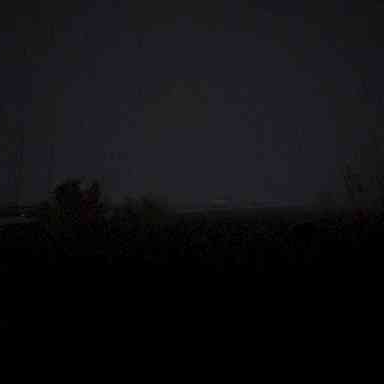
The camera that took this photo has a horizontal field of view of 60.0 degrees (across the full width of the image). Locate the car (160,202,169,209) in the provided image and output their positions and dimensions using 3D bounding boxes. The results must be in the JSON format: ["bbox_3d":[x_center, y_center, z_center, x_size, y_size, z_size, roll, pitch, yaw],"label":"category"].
[{"bbox_3d":[-5.465,1.985,46.164,2.033,1.411,5.357,-1,-1,36],"label":"car"}]

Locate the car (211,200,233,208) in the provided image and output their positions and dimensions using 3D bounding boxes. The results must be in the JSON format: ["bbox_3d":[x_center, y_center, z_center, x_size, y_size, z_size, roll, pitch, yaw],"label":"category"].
[{"bbox_3d":[5.590,2.197,61.343,1.837,1.490,4.892,-1,-1,36],"label":"car"}]

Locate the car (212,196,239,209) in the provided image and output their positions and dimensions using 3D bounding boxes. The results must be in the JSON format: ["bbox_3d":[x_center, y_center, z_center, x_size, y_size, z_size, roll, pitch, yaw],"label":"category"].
[{"bbox_3d":[5.643,1.750,55.346,2.150,2.045,5.566,-1,-1,38],"label":"car"}]

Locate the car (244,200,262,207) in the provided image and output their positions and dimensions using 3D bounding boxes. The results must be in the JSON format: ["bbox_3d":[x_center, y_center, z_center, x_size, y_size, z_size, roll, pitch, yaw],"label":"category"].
[{"bbox_3d":[11.858,2.248,64.056,1.895,1.301,4.718,-1,-1,36],"label":"car"}]

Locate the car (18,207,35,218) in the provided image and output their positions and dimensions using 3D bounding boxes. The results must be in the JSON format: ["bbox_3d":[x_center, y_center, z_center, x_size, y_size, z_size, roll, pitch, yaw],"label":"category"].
[{"bbox_3d":[-14.505,1.816,33.618,2.033,1.411,5.357,-1,-1,36],"label":"car"}]
